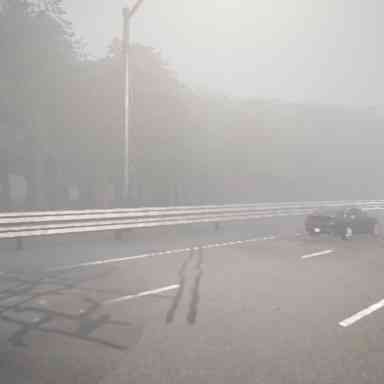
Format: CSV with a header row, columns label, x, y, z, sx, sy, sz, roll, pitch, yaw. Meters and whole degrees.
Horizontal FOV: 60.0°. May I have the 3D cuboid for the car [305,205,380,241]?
label,x,y,z,sx,sy,sz,roll,pitch,yaw
car,7.483,1.428,16.370,4.892,1.490,1.837,0,0,-39
